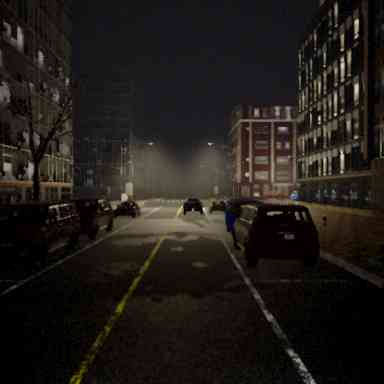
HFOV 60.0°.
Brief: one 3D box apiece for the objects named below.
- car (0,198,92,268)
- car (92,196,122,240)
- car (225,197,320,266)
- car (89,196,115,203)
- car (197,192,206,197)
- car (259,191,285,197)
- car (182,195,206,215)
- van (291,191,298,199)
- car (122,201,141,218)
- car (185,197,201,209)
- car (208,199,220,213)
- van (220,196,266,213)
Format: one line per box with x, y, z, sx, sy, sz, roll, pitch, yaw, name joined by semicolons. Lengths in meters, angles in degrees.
-5.315;1.254;11.149;2.192;1.841;5.009;0;0;0;car
-5.315;1.224;16.707;2.192;1.841;5.009;0;0;0;car
2.565;1.254;11.148;2.192;1.841;5.009;0;0;0;car
-17.108;1.424;63.345;4.313;1.339;1.947;-1;1;-1;car
2.572;0.846;88.199;2.192;1.841;5.009;0;0;0;car
15.319;0.753;63.741;5.009;1.841;2.192;-1;1;-1;car
0.101;1.330;32.014;1.837;1.490;4.892;0;0;0;car
20.975;0.708;63.800;3.998;1.788;1.690;-1;1;-1;van
-5.313;1.431;27.826;1.802;1.307;4.206;0;0;0;car
0.104;1.369;43.071;1.895;1.301;4.718;0;0;0;car
2.568;1.344;33.554;1.752;1.417;4.829;0;0;0;car
2.566;1.250;16.707;1.690;1.788;3.998;0;0;0;van
